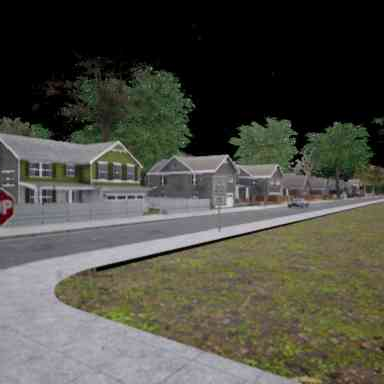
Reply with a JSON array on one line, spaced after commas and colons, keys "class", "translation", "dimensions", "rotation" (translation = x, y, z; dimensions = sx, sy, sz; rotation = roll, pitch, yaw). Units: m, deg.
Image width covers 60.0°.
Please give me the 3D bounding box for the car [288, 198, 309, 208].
[{"class": "car", "translation": [14.852, 1.537, 46.214], "dimensions": [1.994, 1.385, 4.181], "rotation": [0, 0, 35]}]
